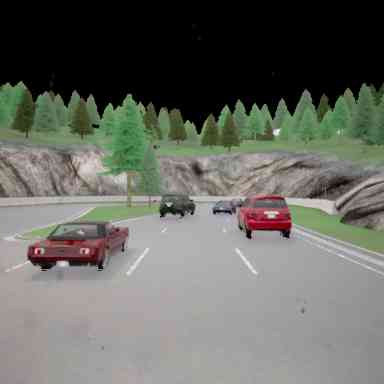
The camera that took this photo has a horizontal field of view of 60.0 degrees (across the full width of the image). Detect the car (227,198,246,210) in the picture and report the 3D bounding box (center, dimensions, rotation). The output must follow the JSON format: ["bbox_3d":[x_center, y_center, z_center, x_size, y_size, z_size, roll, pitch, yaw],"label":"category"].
[{"bbox_3d":[6.010,1.547,44.113,2.033,1.411,5.357,0,0,12],"label":"car"}]

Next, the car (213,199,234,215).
[{"bbox_3d":[3.426,1.564,34.360,1.994,1.385,4.181,0,0,15],"label":"car"}]

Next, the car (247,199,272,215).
[{"bbox_3d":[7.170,1.489,34.836,2.128,1.511,4.902,0,0,16],"label":"car"}]

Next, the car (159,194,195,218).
[{"bbox_3d":[-1.268,1.222,30.577,2.150,2.045,5.566,0,0,14],"label":"car"}]

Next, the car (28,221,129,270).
[{"bbox_3d":[-3.388,1.601,10.989,1.895,1.301,4.718,0,0,0],"label":"car"}]

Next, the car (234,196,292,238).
[{"bbox_3d":[3.761,1.219,17.922,2.150,2.045,5.566,0,0,2],"label":"car"}]
